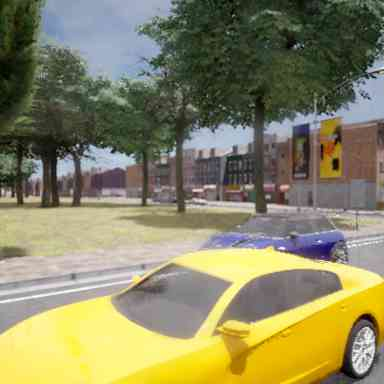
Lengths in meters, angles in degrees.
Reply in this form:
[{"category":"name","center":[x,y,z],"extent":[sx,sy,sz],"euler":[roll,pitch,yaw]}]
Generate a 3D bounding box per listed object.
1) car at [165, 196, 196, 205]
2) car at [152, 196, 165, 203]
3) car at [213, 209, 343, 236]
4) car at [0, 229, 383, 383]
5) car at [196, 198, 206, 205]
[{"category":"car","center":[-2.112,1.511,57.803],"extent":[2.128,1.511,4.902],"euler":[1,0,-35]},{"category":"car","center":[-6.226,1.564,68.409],"extent":[2.033,1.411,5.357],"euler":[1,0,-35]},{"category":"car","center":[2.329,1.386,9.331],"extent":[4.553,1.767,2.097],"euler":[1,0,-35]},{"category":"car","center":[0.372,1.484,3.949],"extent":[5.008,1.535,1.882],"euler":[0,0,-35]},{"category":"car","center":[0.426,1.656,59.130],"extent":[1.895,1.301,4.718],"euler":[1,0,-35]}]
